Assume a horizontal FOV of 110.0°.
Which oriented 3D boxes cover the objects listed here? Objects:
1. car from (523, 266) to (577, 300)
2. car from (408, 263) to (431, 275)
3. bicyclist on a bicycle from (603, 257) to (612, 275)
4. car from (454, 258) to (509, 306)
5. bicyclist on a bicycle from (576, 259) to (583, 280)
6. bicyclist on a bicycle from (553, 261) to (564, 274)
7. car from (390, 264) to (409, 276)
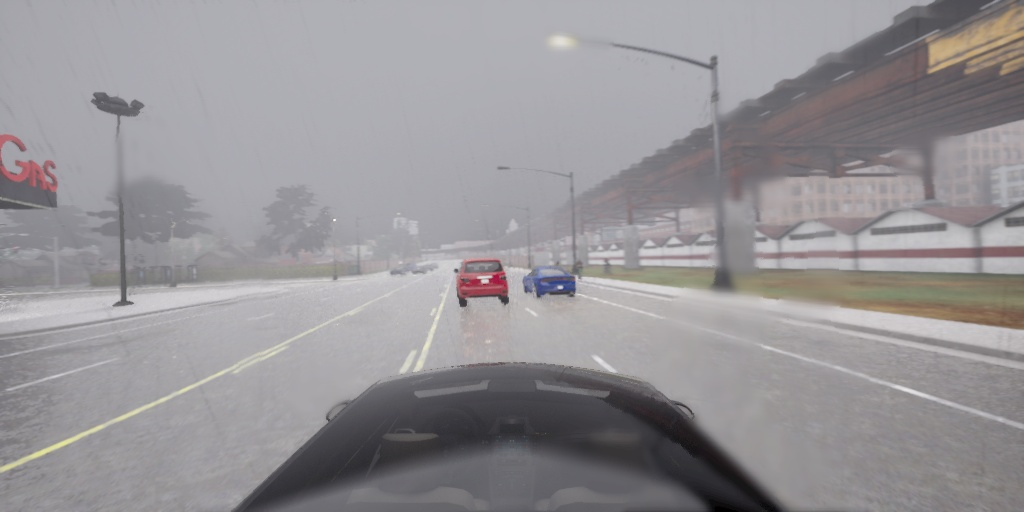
[{"bbox_3d":[1.805,1.286,18.602,1.882,1.535,5.008,-2,0,-9],"label":"car"},{"bbox_3d":[-14.875,2.290,58.000,2.033,1.411,5.357,-2,0,-6],"label":"car"},{"bbox_3d":[8.827,0.954,33.460,0.582,1.620,1.656,-2,-1,-9],"label":"bicyclist on a bicycle"},{"bbox_3d":[-1.546,1.149,17.289,2.150,2.045,5.566,-2,0,-10],"label":"car"},{"bbox_3d":[5.369,1.047,28.347,0.582,1.620,1.656,-2,1,1],"label":"bicyclist on a bicycle"},{"bbox_3d":[3.960,1.275,31.287,0.582,1.620,1.656,-2,-2,-35],"label":"bicyclist on a bicycle"},{"bbox_3d":[-18.406,2.478,57.970,1.895,1.301,4.718,-2,0,-6],"label":"car"}]
